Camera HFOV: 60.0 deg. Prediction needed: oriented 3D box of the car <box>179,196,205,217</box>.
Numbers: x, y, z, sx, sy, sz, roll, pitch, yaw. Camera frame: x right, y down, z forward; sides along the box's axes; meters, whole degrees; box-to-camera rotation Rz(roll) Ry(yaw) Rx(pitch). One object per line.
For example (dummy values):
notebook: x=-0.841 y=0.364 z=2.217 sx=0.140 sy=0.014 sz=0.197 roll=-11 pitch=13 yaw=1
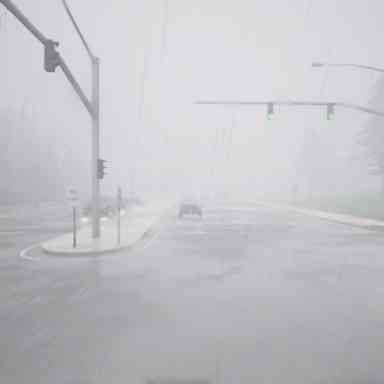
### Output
car: x=-0.128 y=1.320 z=28.231 sx=1.812 sy=1.442 sz=4.674 roll=0 pitch=0 yaw=-1

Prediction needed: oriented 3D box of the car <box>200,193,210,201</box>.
car: x=2.739 y=1.021 z=69.334 sx=1.812 sy=1.442 sz=4.674 roll=0 pitch=0 yaw=-1

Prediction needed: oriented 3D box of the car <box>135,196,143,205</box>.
car: x=-8.481 y=1.244 z=49.157 sx=1.895 sy=1.301 sz=4.718 roll=0 pitch=0 yaw=0

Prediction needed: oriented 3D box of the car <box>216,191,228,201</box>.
car: x=6.239 y=0.722 z=69.340 sx=2.150 sy=2.045 sz=5.566 roll=0 pitch=0 yaw=-1

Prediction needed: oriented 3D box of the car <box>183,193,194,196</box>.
car: x=-0.760 y=0.998 z=69.273 sx=1.837 sy=1.490 sz=4.892 roll=0 pitch=0 yaw=-1

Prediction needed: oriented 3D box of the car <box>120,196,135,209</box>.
car: x=-8.383 y=1.220 z=39.213 sx=1.837 sy=1.490 sz=4.892 roll=0 pitch=0 yaw=-1

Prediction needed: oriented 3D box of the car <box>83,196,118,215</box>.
car: x=-8.256 y=1.132 z=30.178 sx=2.097 sy=1.767 sz=4.553 roll=0 pitch=0 yaw=-1
